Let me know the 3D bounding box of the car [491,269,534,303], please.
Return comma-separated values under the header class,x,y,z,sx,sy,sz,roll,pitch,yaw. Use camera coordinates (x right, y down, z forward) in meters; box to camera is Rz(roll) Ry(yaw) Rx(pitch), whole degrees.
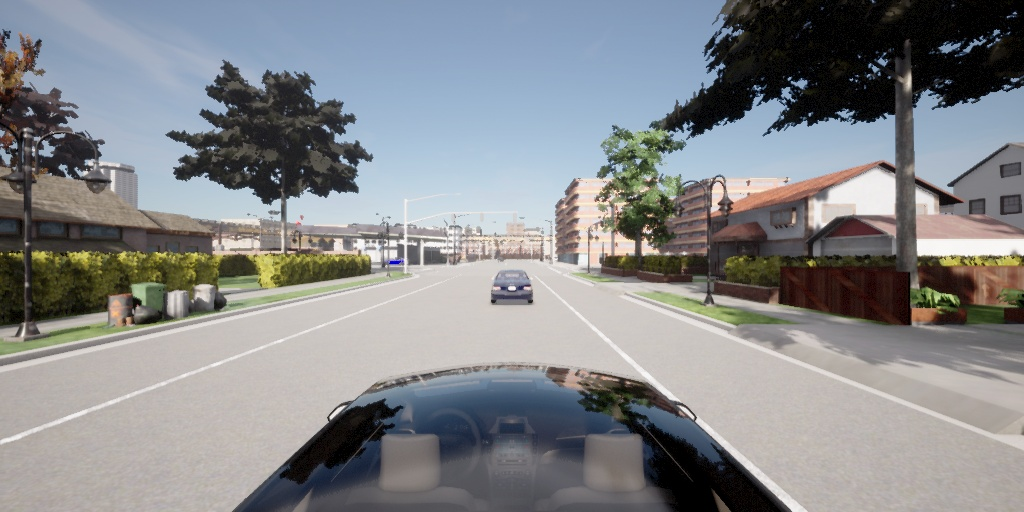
class,x,y,z,sx,sy,sz,roll,pitch,yaw
car,0.000,1.311,16.500,2.033,1.411,5.357,0,0,0
